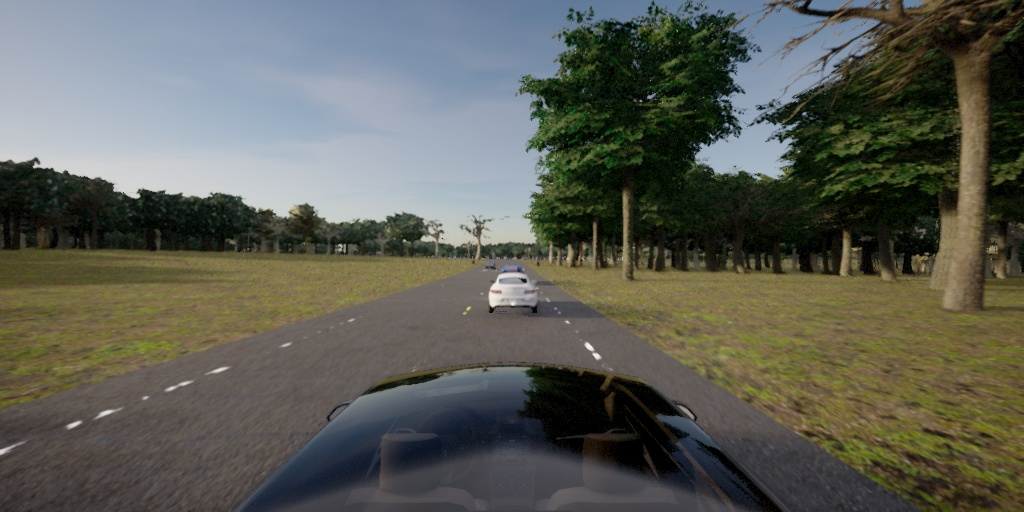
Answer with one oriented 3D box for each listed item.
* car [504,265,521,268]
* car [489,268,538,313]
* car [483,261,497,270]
[{"bbox_3d":[0.057,1.473,30.280,1.882,1.535,5.008,0,0,0],"label":"car"},{"bbox_3d":[0.053,1.411,14.759,1.812,1.442,4.674,0,0,0],"label":"car"},{"bbox_3d":[-3.553,1.524,58.412,1.837,1.490,4.892,0,0,0],"label":"car"}]
